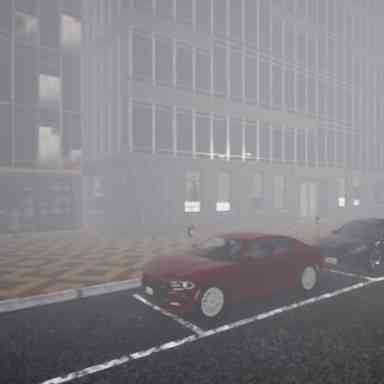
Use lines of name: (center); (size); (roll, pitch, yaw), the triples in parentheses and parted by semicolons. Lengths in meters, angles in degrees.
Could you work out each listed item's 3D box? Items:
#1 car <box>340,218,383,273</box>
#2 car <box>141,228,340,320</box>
car: (5.699, 1.547, 10.624); (4.313, 1.339, 1.947); (0, 0, -36)
car: (1.065, 1.536, 7.318); (4.507, 1.381, 1.887); (0, 0, -36)
